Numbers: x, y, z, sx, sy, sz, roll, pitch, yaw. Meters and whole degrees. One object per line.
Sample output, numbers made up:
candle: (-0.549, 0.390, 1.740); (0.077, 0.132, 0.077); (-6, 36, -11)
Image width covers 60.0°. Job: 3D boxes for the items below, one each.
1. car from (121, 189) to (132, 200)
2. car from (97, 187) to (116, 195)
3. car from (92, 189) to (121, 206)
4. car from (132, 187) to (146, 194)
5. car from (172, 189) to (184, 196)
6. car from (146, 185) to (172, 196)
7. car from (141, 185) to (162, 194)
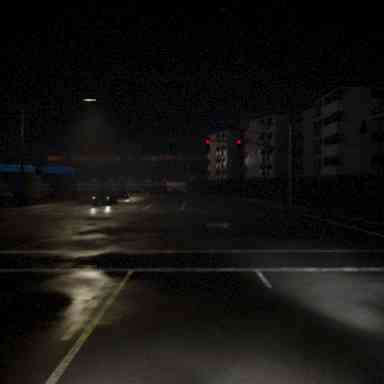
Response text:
car: (-11.055, 0.291, 52.156); (2.097, 1.767, 4.553); (0, 1, -14)
car: (-17.102, -0.233, 66.425); (2.033, 1.411, 5.357); (-1, 2, -35)
car: (-9.973, 0.617, 38.226); (2.097, 1.767, 4.553); (0, 1, -1)
car: (-12.612, -0.167, 77.504); (1.895, 1.301, 4.718); (-1, 2, -45)
car: (-3.663, 0.020, 71.442); (2.033, 1.411, 5.357); (-1, 2, -32)
car: (-6.917, -0.259, 70.056); (2.150, 2.045, 5.566); (-1, 2, -32)
car: (-9.700, -0.628, 79.506); (2.150, 2.045, 5.566); (-1, 2, -45)
